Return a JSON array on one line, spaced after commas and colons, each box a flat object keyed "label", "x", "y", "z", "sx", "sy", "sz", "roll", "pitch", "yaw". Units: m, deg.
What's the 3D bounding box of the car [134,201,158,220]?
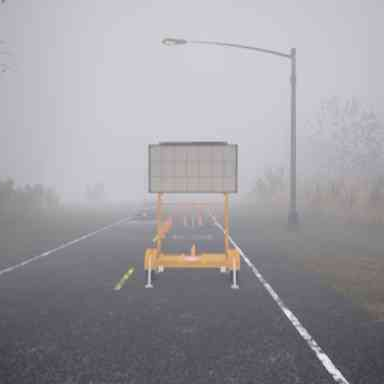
[{"label": "car", "x": -3.576, "y": 1.444, "z": 27.354, "sx": 1.812, "sy": 1.442, "sz": 4.674, "roll": 0, "pitch": 0, "yaw": 0}]

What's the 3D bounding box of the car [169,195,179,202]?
[{"label": "car", "x": -3.650, "y": 1.264, "z": 67.769, "sx": 1.882, "sy": 1.535, "sz": 5.008, "roll": 0, "pitch": 0, "yaw": 0}]

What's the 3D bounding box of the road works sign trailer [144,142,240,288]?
[{"label": "road works sign trailer", "x": 0.031, "y": 0.437, "z": 9.135, "sx": 2.380, "sy": 3.560, "sz": 2.880, "roll": 0, "pitch": 0, "yaw": 1}]
